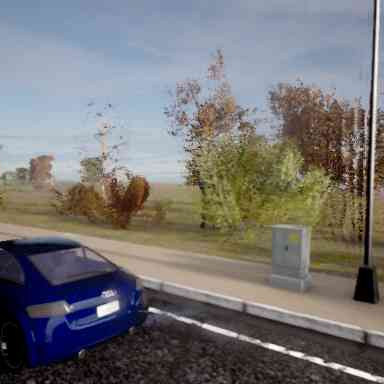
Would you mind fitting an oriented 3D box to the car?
[{"bbox_3d":[-2.722,1.440,5.504,4.181,1.385,1.994,2,1,35],"label":"car"}]
